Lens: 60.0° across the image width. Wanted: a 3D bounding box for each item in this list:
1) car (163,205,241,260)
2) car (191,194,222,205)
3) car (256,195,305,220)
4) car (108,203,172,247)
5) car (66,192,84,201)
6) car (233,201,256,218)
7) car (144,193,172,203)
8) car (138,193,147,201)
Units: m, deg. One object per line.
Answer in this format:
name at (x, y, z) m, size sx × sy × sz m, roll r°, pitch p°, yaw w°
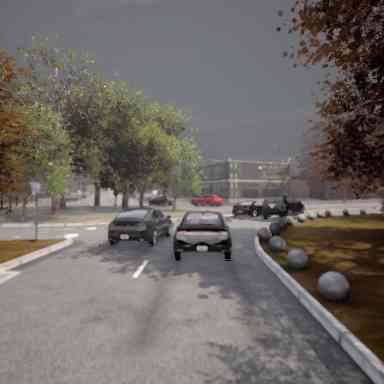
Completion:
car at (0.416, 1.435, 12.120) m, size 2.128 × 1.511 × 4.902 m, roll 0°, pitch 0°, yaw 3°
car at (2.411, 1.422, 55.517) m, size 5.566 × 2.045 × 2.150 m, roll 0°, pitch 0°, yaw 40°
car at (7.778, 1.265, 28.150) m, size 2.150 × 2.045 × 5.566 m, roll 0°, pitch 0°, yaw 35°
car at (-2.135, 1.445, 14.839) m, size 1.837 × 1.490 × 4.892 m, roll 0°, pitch 0°, yaw 9°
car at (-31.219, 1.469, 86.236) m, size 4.553 × 1.767 × 2.185 m, roll 0°, pitch 0°, yaw -14°
car at (5.504, 1.529, 30.592) m, size 1.882 × 1.535 × 5.008 m, roll 0°, pitch -1°, yaw 34°
car at (-5.586, 1.537, 57.646) m, size 4.553 × 1.767 × 2.097 m, roll 0°, pitch -1°, yaw 44°
car at (-11.284, 1.723, 89.338) m, size 4.792 × 1.488 × 2.163 m, roll 0°, pitch 0°, yaw -14°
